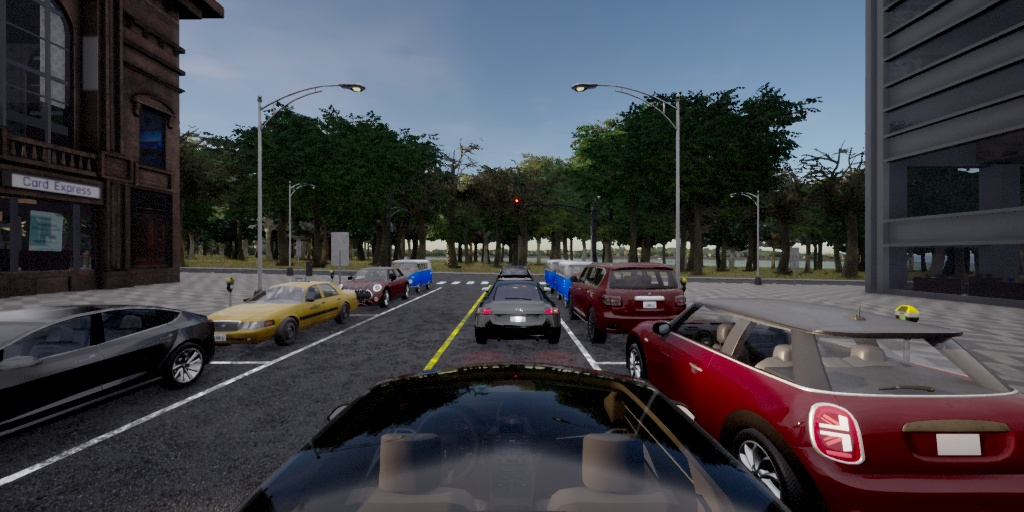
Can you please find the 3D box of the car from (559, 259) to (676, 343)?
[{"bbox_3d":[2.777,1.065,9.595,2.192,1.841,5.009,0,0,0],"label":"car"}]

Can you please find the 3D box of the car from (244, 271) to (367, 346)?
[{"bbox_3d":[-5.749,1.276,9.441,1.751,1.417,4.829,0,0,0],"label":"car"}]

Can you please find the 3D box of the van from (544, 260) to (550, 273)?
[{"bbox_3d":[2.797,1.092,20.470,1.690,1.789,3.998,0,0,0],"label":"van"}]

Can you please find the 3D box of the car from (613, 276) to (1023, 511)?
[{"bbox_3d":[2.766,1.190,4.157,1.967,1.591,4.097,0,0,0],"label":"car"}]

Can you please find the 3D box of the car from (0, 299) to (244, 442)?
[{"bbox_3d":[-5.759,1.316,4.174,1.948,1.339,4.313,0,0,0],"label":"car"}]

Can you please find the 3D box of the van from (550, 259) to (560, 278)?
[{"bbox_3d":[2.787,1.092,15.033,1.690,1.789,3.998,0,0,0],"label":"van"}]

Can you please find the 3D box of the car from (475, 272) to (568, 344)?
[{"bbox_3d":[0.119,1.314,9.643,1.994,1.385,4.181,0,0,0],"label":"car"}]

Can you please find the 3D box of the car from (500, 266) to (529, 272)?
[{"bbox_3d":[0.132,1.243,18.525,2.128,1.511,4.902,0,0,0],"label":"car"}]

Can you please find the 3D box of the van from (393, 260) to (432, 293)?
[{"bbox_3d":[-5.728,1.092,20.486,1.690,1.789,3.998,0,0,0],"label":"van"}]

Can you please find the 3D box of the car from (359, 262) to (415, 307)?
[{"bbox_3d":[-5.738,1.191,15.049,1.967,1.591,4.097,0,0,0],"label":"car"}]
